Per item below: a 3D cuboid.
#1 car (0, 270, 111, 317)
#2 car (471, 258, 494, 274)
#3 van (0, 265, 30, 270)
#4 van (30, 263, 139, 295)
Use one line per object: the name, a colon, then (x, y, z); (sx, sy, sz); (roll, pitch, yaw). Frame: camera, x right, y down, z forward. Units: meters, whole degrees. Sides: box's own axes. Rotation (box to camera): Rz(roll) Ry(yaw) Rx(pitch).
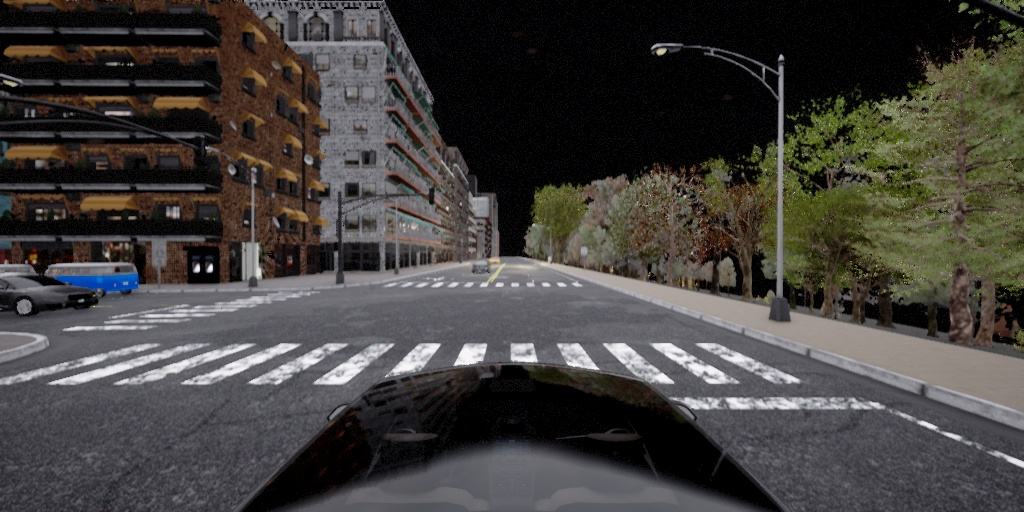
car: (-18.827, 1.437, 13.658); (4.892, 1.490, 1.837); (0, 0, 0)
car: (-3.276, 1.189, 38.708); (1.812, 1.442, 4.674); (0, 1, 0)
van: (-28.335, 1.357, 19.294); (3.998, 1.789, 1.690); (0, 0, -1)
van: (-22.734, 1.283, 19.375); (3.998, 1.789, 1.690); (0, 0, -1)
